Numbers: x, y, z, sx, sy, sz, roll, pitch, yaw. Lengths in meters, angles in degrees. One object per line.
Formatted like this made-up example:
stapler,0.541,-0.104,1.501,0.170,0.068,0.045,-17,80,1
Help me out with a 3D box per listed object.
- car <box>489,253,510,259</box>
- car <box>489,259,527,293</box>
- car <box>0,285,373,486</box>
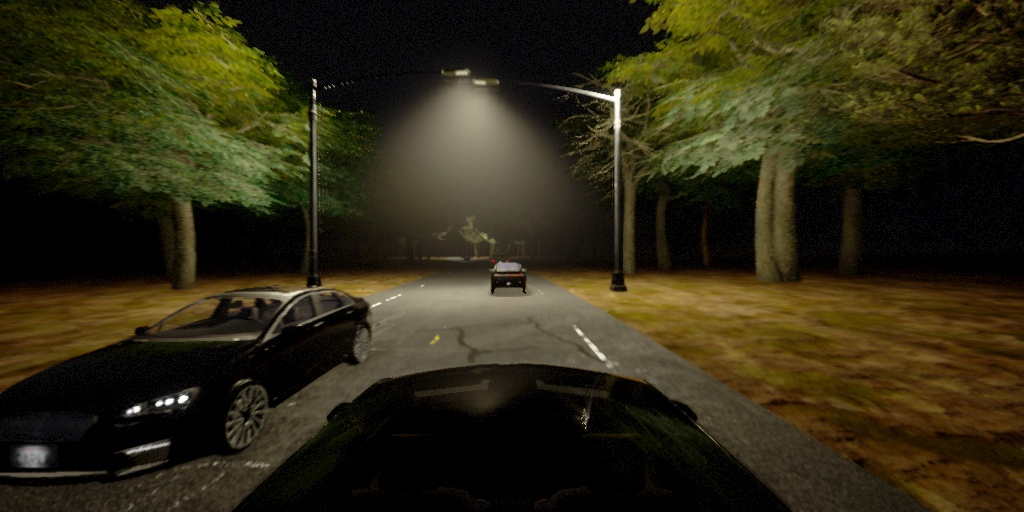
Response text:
car,-1.424,0.686,40.997,2.150,2.045,5.566,0,0,-4
car,-0.230,1.110,19.624,2.128,1.511,4.902,0,0,-2
car,-3.626,1.231,5.153,2.128,1.511,4.902,0,0,0
